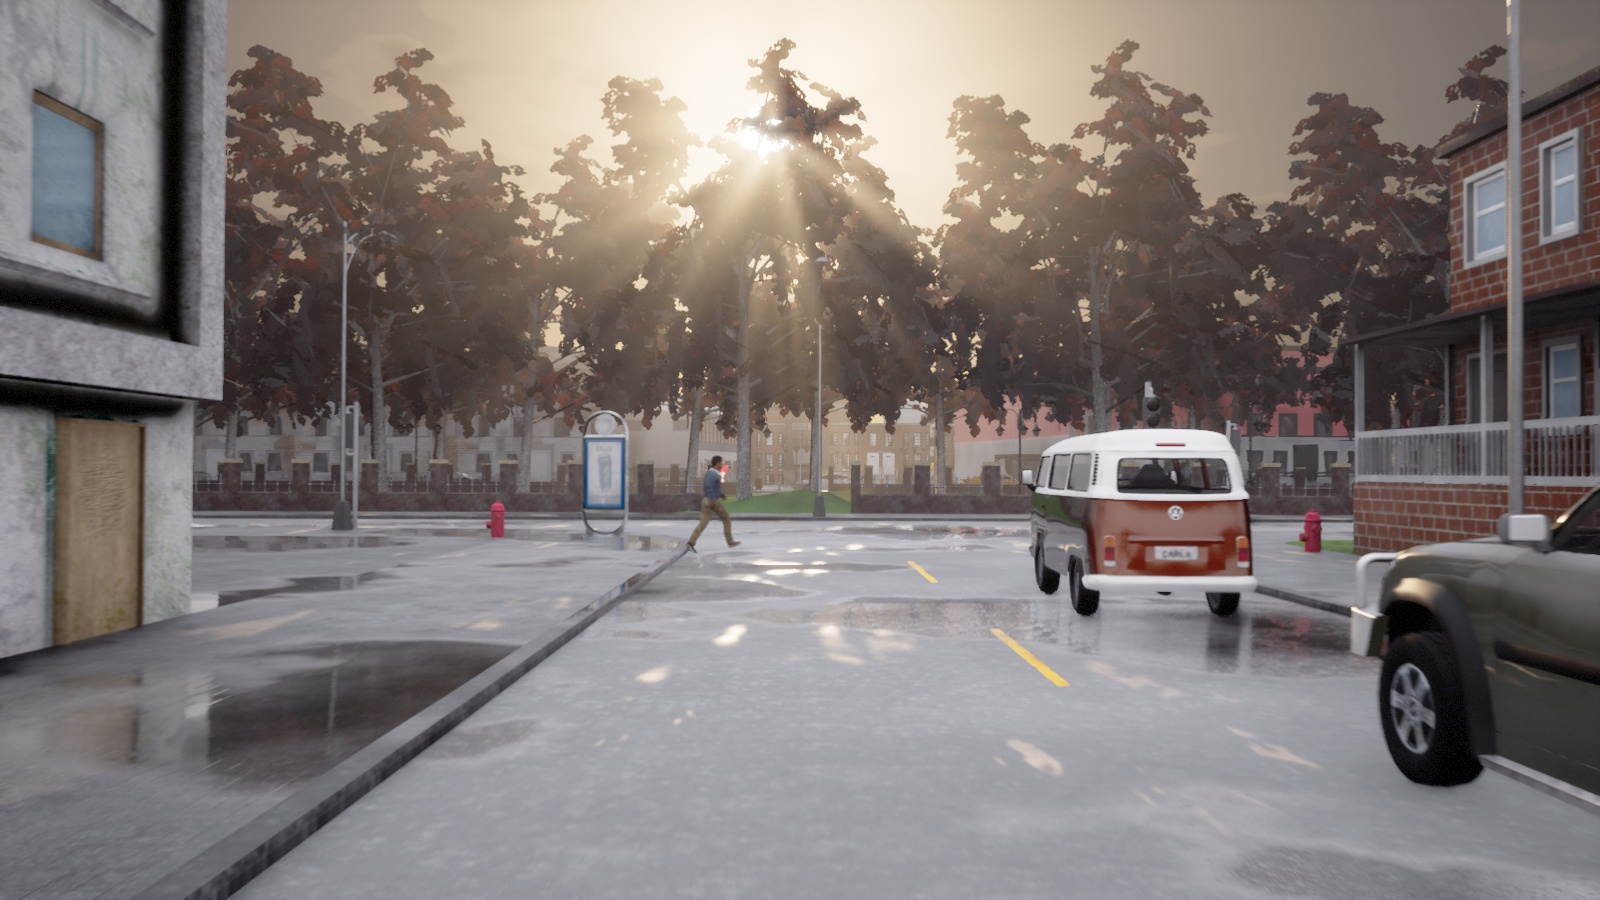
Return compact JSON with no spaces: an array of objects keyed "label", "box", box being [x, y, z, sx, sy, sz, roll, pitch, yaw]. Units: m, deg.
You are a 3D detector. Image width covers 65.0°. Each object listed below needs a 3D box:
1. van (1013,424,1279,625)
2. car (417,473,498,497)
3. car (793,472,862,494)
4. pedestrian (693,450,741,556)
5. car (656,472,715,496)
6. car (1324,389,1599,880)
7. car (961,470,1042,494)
[{"label":"van","box":[3.904,0.778,15.041,2.069,2.038,4.480,0,0,2]},{"label":"car","box":[-22.526,2.290,82.764,4.792,1.488,2.163,0,-1,0]},{"label":"car","box":[1.892,2.287,86.862,4.674,1.442,1.812,0,-1,0]},{"label":"pedestrian","box":[-1.542,0.983,23.436,0.788,1.949,0.423,0,-1,-25]},{"label":"car","box":[-7.524,2.210,82.831,3.705,1.549,1.789,0,-1,0]},{"label":"car","box":[3.989,0.697,4.904,1.932,1.855,4.605,0,-1,0]},{"label":"car","box":[13.259,2.127,82.901,5.008,1.535,1.882,0,-1,0]}]
